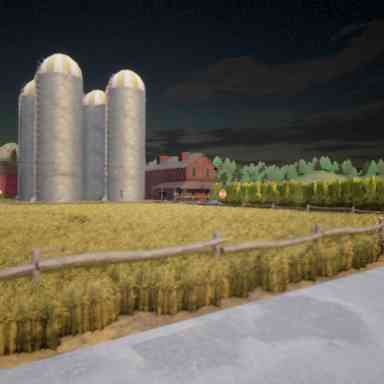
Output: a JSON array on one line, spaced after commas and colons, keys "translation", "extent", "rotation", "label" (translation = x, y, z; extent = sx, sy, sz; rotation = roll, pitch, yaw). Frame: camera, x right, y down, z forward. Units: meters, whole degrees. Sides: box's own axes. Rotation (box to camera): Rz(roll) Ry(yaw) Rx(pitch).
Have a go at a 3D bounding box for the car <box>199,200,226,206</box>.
[{"translation": [2.681, 1.771, 45.691], "extent": [2.033, 1.411, 5.357], "rotation": [0, 0, -35], "label": "car"}]
